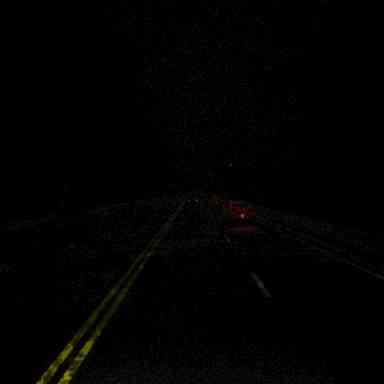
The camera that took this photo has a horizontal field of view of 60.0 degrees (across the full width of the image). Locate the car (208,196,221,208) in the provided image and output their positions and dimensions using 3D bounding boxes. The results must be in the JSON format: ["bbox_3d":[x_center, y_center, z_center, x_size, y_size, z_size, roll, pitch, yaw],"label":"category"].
[{"bbox_3d":[3.280,1.325,46.148,1.882,1.535,5.008,0,0,0],"label":"car"}]

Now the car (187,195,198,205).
[{"bbox_3d":[0.126,1.388,53.915,2.033,1.411,5.357,0,0,0],"label":"car"}]

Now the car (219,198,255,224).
[{"bbox_3d":[3.302,1.377,24.045,1.882,1.535,5.008,0,0,1],"label":"car"}]

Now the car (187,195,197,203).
[{"bbox_3d":[0.039,1.393,67.125,2.033,1.411,5.357,0,0,0],"label":"car"}]
